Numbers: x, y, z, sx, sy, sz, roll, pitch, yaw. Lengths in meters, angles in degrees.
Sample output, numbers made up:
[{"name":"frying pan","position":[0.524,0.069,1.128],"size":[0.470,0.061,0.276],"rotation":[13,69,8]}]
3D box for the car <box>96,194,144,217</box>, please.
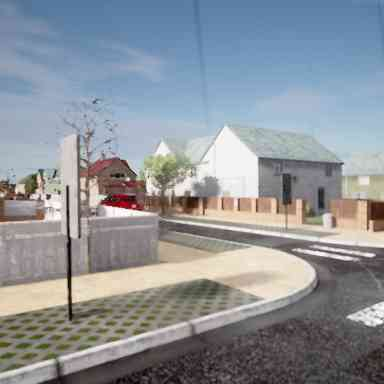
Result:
[{"name":"car","position":[-6.021,1.170,27.365],"size":[2.150,2.045,5.566],"rotation":[-1,1,-37]}]
